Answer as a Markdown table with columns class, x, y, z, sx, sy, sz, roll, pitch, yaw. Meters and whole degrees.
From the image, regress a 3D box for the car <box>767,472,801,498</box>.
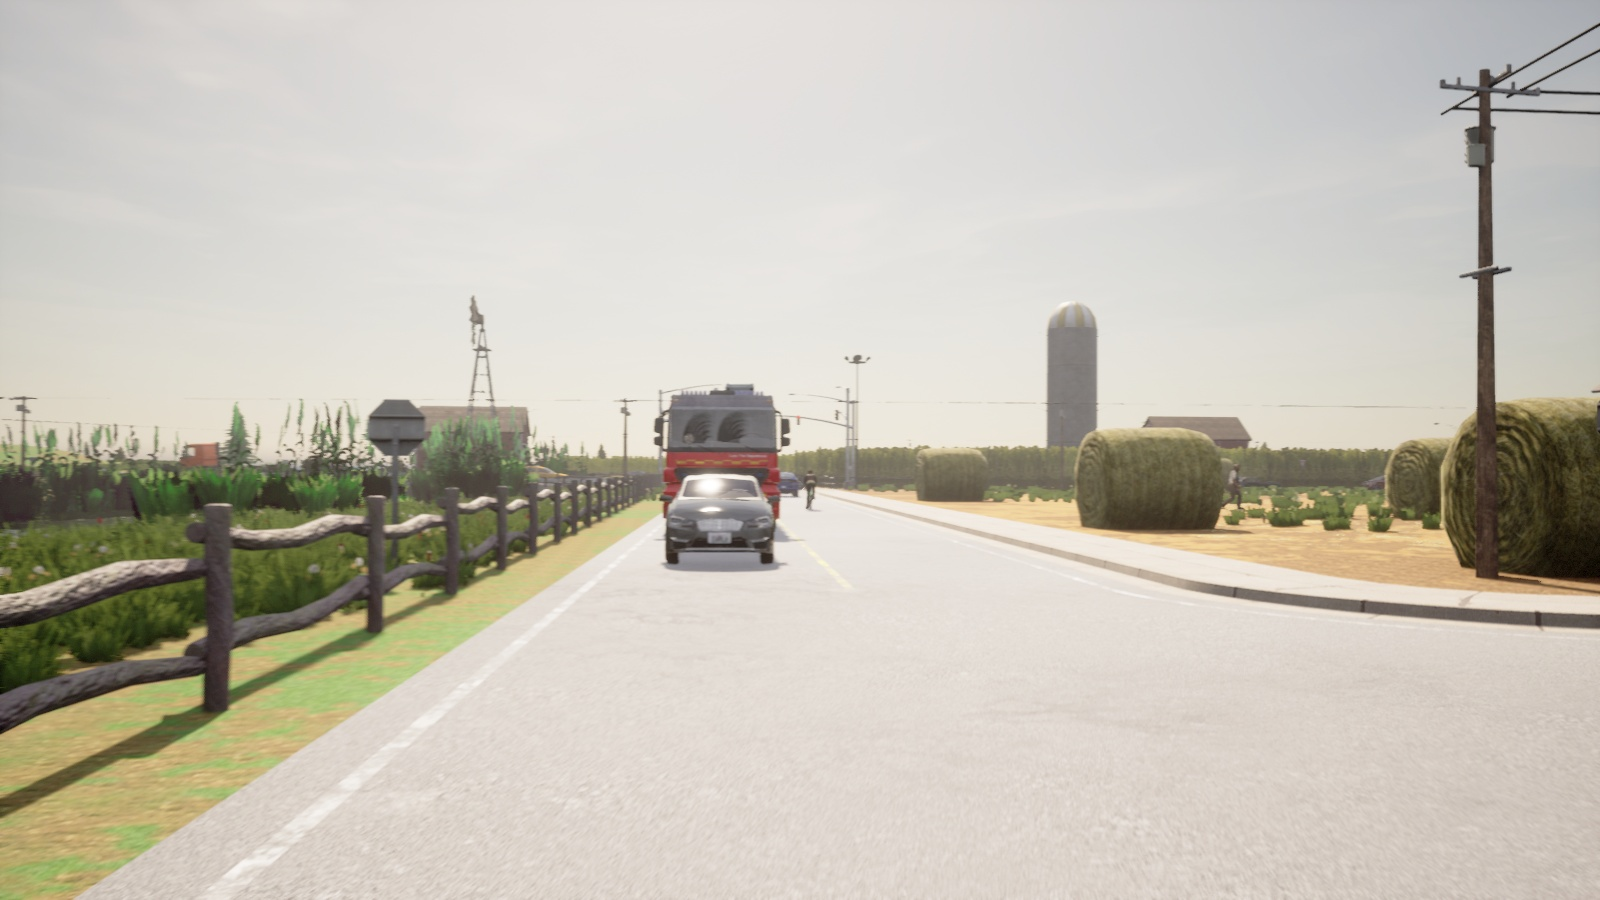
| class | x | y | z | sx | sy | sz | roll | pitch | yaw |
| --- | --- | --- | --- | --- | --- | --- | --- | --- | --- |
| car | -1.011 | 2.088 | 76.801 | 1.882 | 1.535 | 5.008 | 0 | -1 | -3 |

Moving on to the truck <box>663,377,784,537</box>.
| class | x | y | z | sx | sy | sz | roll | pitch | yaw |
| --- | --- | --- | --- | --- | --- | --- | --- | --- | --- |
| truck | -2.072 | 0.234 | 34.298 | 2.891 | 3.827 | 8.468 | 0 | -1 | -3 |

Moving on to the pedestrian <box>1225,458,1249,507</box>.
| class | x | y | z | sx | sy | sz | roll | pitch | yaw |
| --- | --- | --- | --- | --- | --- | --- | --- | --- | --- |
| pedestrian | 16.601 | 1.215 | 47.701 | 0.694 | 1.848 | 0.540 | -1 | -1 | 37 |

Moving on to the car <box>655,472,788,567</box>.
| class | x | y | z | sx | sy | sz | roll | pitch | yaw |
| --- | --- | --- | --- | --- | --- | --- | --- | --- | --- |
| car | -1.395 | 1.156 | 22.584 | 2.128 | 1.511 | 4.902 | 0 | -1 | -3 |
